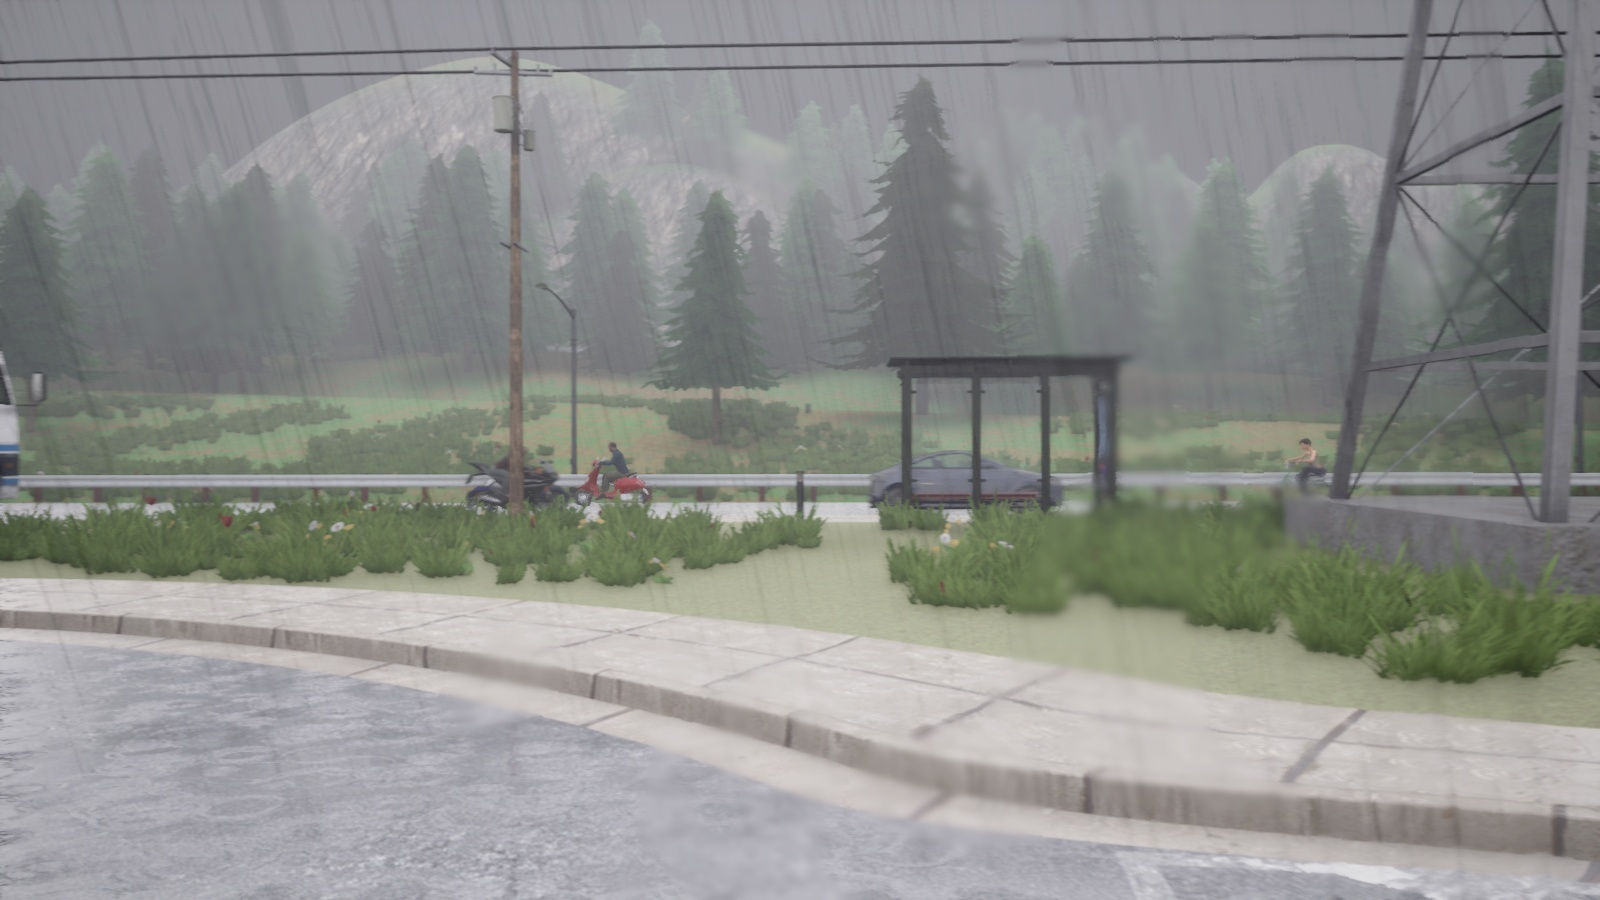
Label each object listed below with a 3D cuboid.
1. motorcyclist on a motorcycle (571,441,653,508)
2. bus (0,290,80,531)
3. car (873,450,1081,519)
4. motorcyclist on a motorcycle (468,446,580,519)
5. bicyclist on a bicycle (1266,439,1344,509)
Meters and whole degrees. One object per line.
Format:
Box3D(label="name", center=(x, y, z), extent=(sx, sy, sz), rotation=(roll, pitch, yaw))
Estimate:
Box3D(label="motorcyclist on a motorcycle", center=(-4.548, 0.591, 30.463), extent=(1.817, 1.590, 0.866), rotation=(0, 0, 3))
Box3D(label="bus", center=(-16.252, -0.682, 19.444), extent=(3.944, 4.253, 10.273), rotation=(0, 0, 3))
Box3D(label="car", center=(3.650, 0.706, 26.534), extent=(4.181, 1.385, 1.994), rotation=(0, 0, 3))
Box3D(label="motorcyclist on a motorcycle", center=(-5.924, 0.687, 27.033), extent=(2.191, 1.530, 0.866), rotation=(0, 0, 3))
Box3D(label="bicyclist on a bicycle", center=(11.892, 0.555, 29.606), extent=(1.509, 1.612, 0.866), rotation=(0, 0, 3))
